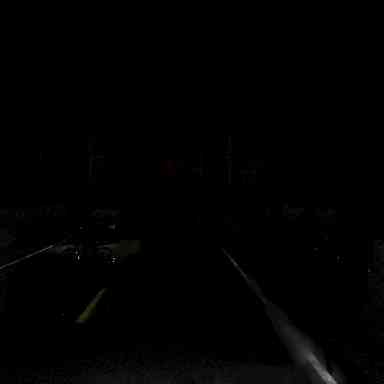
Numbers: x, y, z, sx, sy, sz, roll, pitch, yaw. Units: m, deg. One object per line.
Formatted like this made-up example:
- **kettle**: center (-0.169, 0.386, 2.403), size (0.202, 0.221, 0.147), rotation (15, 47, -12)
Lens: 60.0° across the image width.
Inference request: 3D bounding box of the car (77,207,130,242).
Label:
- **car**: center (-4.262, 1.526, 16.627), size (1.812, 1.442, 4.674), rotation (0, 0, -2)

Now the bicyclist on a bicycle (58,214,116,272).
- **bicyclist on a bicycle**: center (-2.974, 1.453, 9.416), size (1.656, 1.620, 0.582), rotation (-1, 0, -3)

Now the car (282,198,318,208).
- **car**: center (13.550, 1.510, 41.511), size (4.674, 1.442, 1.812), rotation (0, 0, 0)
